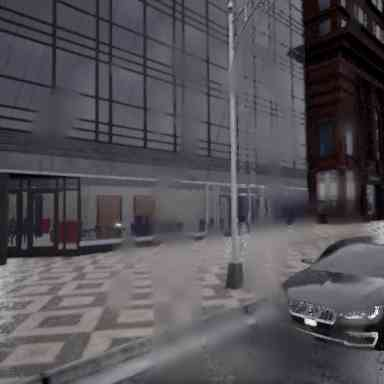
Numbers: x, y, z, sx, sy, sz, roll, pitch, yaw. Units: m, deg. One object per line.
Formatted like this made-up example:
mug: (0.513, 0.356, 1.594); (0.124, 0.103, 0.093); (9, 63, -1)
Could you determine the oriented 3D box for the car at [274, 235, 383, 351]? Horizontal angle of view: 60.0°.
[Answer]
car: (3.530, 1.676, 6.529); (4.892, 1.490, 1.837); (0, -3, -42)
